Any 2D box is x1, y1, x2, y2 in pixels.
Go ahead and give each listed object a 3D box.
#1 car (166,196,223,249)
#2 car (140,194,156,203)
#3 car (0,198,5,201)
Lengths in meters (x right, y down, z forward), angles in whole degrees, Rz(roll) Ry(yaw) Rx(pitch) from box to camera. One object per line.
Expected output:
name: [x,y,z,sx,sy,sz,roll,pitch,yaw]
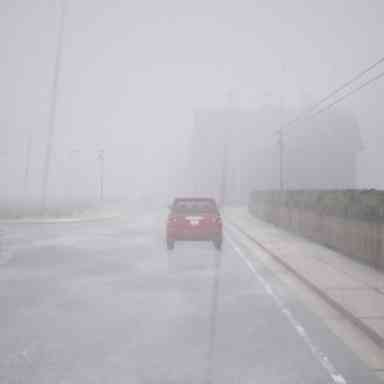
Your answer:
car: [0.095,1.173,14.489,2.150,2.045,5.566,0,0,0]
car: [-8.199,1.149,61.961,2.097,1.767,4.553,0,0,7]
car: [-32.549,1.388,53.691,4.181,1.385,1.994,0,0,0]
